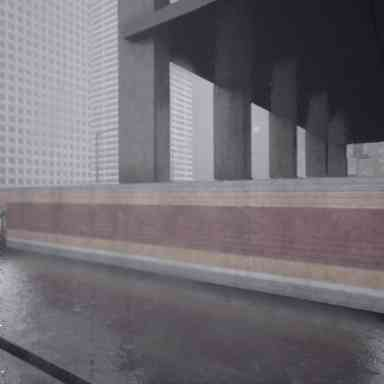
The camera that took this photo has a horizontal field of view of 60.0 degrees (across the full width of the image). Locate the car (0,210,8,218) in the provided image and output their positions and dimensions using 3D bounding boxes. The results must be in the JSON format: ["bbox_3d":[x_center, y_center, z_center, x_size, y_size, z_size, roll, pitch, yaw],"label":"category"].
[{"bbox_3d":[-14.517,1.764,30.597,2.033,1.411,5.357,-1,0,36],"label":"car"}]
